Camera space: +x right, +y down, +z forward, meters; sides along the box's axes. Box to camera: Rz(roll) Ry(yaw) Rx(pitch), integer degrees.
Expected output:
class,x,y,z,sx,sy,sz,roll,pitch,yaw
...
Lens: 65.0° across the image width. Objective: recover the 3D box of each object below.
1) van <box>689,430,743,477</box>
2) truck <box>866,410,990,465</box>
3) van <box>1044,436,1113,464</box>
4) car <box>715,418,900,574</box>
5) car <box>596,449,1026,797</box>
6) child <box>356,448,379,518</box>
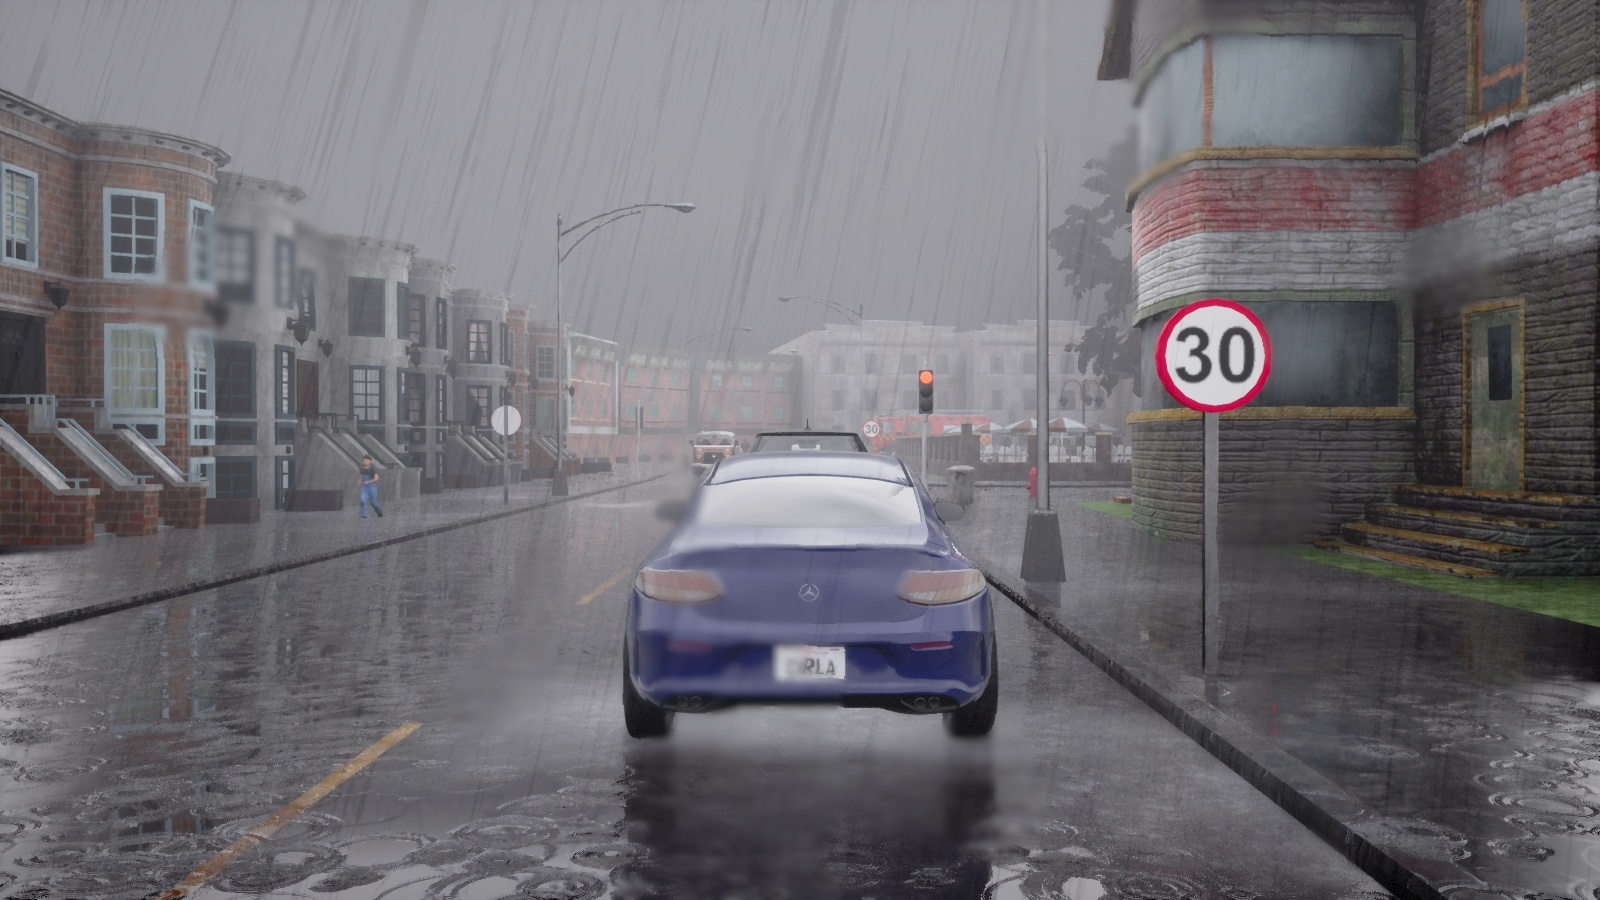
class,x,y,z,sx,sy,sz,roll,pitch,yaw
van,-3.700,0.154,56.013,2.069,2.038,4.480,0,0,0
truck,9.016,-0.913,89.121,8.468,3.827,2.891,0,0,0
van,19.731,0.013,89.089,4.442,1.987,1.775,0,0,0
car,0.102,0.512,16.547,2.097,1.767,4.553,0,0,0
car,0.058,0.729,7.638,1.812,1.442,4.674,0,0,0
child,-7.943,0.599,23.083,0.270,1.263,0.437,0,0,1
